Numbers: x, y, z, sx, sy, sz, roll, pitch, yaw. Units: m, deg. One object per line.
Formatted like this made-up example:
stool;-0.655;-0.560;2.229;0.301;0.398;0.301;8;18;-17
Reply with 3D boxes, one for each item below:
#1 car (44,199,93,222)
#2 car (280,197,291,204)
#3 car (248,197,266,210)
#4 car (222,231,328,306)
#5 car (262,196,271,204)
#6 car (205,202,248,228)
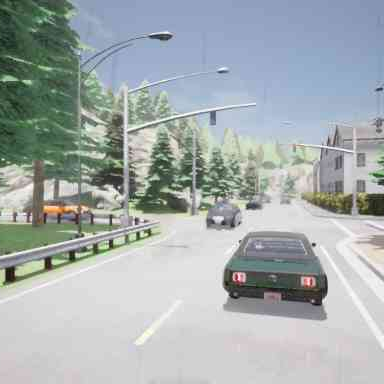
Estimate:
car;-10.266;1.367;26.566;4.553;1.767;2.097;0;0;16
car;17.363;1.547;61.779;2.033;1.411;5.357;0;0;16
car;7.948;1.601;42.277;1.895;1.301;4.718;0;0;16
car;2.059;1.601;8.143;1.895;1.301;4.718;0;0;16
car;13.943;1.493;62.945;2.128;1.511;4.902;0;0;16
car;2.218;1.499;22.216;2.128;1.511;4.902;0;0;16
